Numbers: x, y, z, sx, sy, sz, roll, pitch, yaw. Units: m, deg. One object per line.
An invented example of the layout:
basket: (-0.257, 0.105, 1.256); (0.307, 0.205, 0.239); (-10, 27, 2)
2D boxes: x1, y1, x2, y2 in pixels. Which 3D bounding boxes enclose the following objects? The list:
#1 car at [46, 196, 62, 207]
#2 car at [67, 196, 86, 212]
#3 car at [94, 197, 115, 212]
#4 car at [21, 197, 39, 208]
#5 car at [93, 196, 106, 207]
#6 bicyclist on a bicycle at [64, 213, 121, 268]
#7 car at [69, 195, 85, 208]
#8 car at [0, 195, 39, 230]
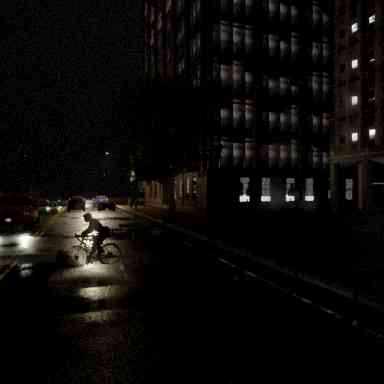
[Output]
car: (-21.401, 1.347, 51.617); (2.097, 1.767, 4.553); (0, 0, -19)
car: (-13.434, 1.477, 38.759); (1.882, 1.535, 5.008); (0, 0, -19)
car: (-10.082, 1.600, 38.833); (1.895, 1.301, 4.718); (0, 0, -18)
car: (-24.344, 1.522, 50.169); (1.812, 1.442, 4.674); (0, 0, -19)
car: (-13.220, 1.350, 48.134); (2.097, 1.767, 4.553); (0, 0, -18)
bicyclist on a bicycle: (-2.972, 1.453, 9.991); (1.656, 1.620, 0.582); (-1, 0, -19)
car: (-16.484, 1.350, 47.774); (2.097, 1.767, 4.553); (0, 0, -18)
car: (-11.174, 1.220, 21.283); (2.150, 2.045, 5.566); (0, 0, -19)
